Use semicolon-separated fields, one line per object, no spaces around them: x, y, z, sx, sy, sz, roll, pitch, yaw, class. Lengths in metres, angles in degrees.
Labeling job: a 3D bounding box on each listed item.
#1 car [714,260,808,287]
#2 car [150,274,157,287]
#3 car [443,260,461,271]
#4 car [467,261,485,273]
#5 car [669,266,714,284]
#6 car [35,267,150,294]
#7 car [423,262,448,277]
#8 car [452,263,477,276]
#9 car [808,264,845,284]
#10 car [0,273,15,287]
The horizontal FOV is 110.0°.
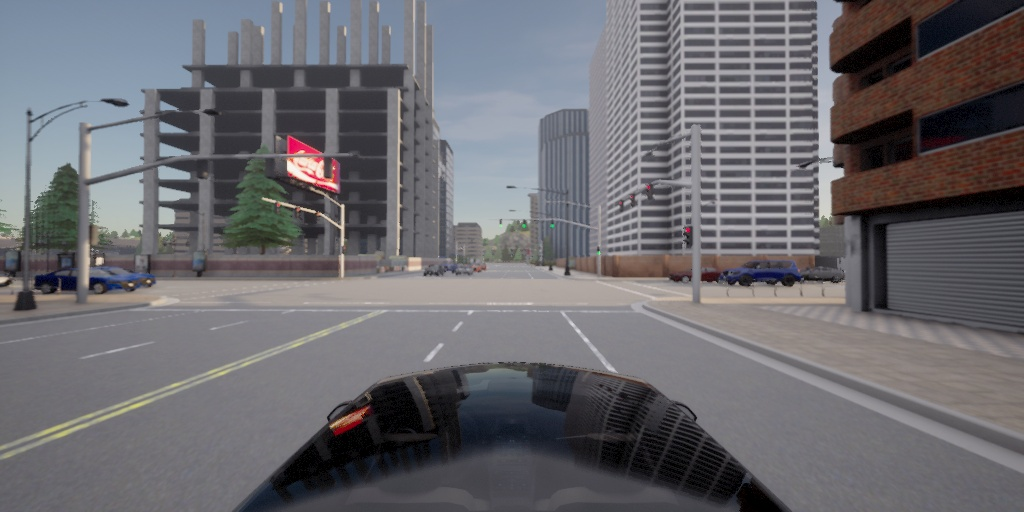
19.580;1.345;28.378;5.566;2.045;2.150;0;-1;0;car
-27.966;1.514;25.178;5.008;1.535;1.882;0;-1;1;car
-9.748;1.680;55.633;2.150;2.045;5.566;0;-1;-1;car
-6.187;1.853;58.598;2.097;1.767;4.553;0;-1;1;car
16.586;1.645;31.903;5.008;1.535;1.882;0;-1;1;car
-25.472;1.469;21.652;5.008;1.535;1.882;0;-1;1;car
-9.915;1.832;45.777;1.837;1.490;4.892;0;-1;1;car
-6.370;1.967;48.489;1.895;1.301;4.718;0;-1;1;car
26.521;1.667;31.787;4.902;1.511;2.128;0;-1;1;car
-38.351;1.519;25.294;4.902;1.511;2.128;0;-1;1;car
